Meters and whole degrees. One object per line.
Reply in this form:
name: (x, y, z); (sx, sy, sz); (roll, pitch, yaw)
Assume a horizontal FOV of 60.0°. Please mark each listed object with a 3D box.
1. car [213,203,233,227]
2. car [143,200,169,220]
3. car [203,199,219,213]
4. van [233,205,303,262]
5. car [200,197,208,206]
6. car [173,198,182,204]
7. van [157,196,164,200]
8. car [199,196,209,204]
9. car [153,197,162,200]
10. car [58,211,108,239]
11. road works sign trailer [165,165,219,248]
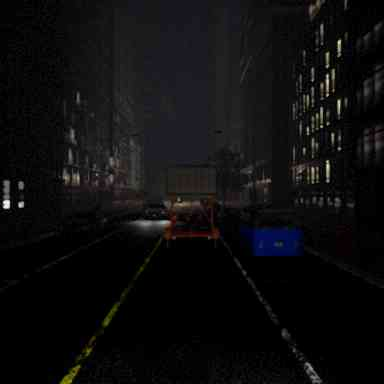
car: (2.676, 1.712, 23.548); (1.802, 1.307, 4.206); (0, 0, 0)
car: (-3.116, 1.691, 29.854); (1.812, 1.442, 4.674); (0, 0, 0)
car: (2.667, 1.806, 40.626); (1.802, 1.307, 4.206); (0, 0, 0)
van: (2.683, 1.409, 12.166); (1.690, 1.788, 3.998); (0, 0, 0)
car: (2.661, 1.832, 52.010); (2.008, 1.369, 4.403); (0, 0, 0)
car: (-3.041, 1.893, 71.079); (2.033, 1.411, 5.357); (0, 0, 0)
van: (-5.723, 1.648, 57.703); (1.690, 1.788, 3.998); (0, 0, 0)
car: (2.648, 1.815, 74.780); (1.967, 1.590, 4.097); (0, 0, 0)
car: (-5.717, 1.804, 46.317); (2.008, 1.369, 4.403); (0, 0, 0)
car: (-5.701, 1.681, 17.854); (1.802, 1.307, 4.206); (0, 0, 0)
road works sign trailer: (-0.009, 0.549, 15.188); (2.380, 3.560, 2.880); (0, 0, 0)
